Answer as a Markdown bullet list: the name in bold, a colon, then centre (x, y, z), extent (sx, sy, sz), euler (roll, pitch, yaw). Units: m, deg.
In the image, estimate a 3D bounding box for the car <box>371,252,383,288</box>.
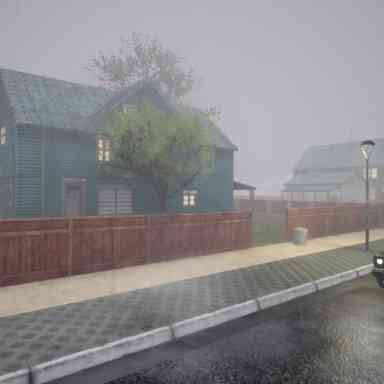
- **car**: centre (6.229, 1.602, 8.047), extent (4.718, 1.301, 1.895), euler (0, 0, -39)
